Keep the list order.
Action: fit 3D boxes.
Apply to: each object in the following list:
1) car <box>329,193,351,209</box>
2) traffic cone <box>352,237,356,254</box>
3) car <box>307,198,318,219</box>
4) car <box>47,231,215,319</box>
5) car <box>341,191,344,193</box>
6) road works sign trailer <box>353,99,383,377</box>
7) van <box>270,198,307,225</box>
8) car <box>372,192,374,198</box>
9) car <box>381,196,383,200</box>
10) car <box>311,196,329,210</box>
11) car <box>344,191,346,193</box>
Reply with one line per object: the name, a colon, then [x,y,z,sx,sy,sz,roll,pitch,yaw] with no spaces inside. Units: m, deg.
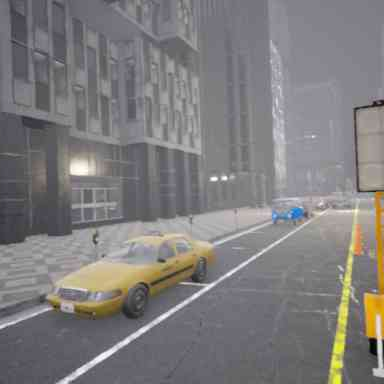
car: [17.651,1.245,39.230,1.812,1.442,4.674,-2,-1,27]
traffic cone: [5.783,1.838,11.611,0.340,0.580,0.340,-2,-1,27]
car: [9.189,1.484,28.196,1.947,1.339,4.313,-2,-1,27]
car: [-1.033,1.638,7.858,1.752,1.417,4.829,-2,0,28]
car: [29.436,0.934,68.505,2.192,1.841,5.009,-3,-1,27]
road works sign trailer: [3.720,0.363,4.798,2.380,3.560,2.880,-2,-1,27]
van: [6.649,1.303,23.160,1.690,1.788,3.998,-2,-1,27]
car: [39.576,0.577,69.708,2.192,1.841,5.009,-3,-1,27]
car: [26.918,0.870,44.512,1.967,1.590,4.097,-2,-1,27]
car: [14.248,1.277,38.275,1.967,1.590,4.097,-2,-1,27]
car: [34.502,0.879,78.582,2.192,1.841,5.009,-3,-1,27]
